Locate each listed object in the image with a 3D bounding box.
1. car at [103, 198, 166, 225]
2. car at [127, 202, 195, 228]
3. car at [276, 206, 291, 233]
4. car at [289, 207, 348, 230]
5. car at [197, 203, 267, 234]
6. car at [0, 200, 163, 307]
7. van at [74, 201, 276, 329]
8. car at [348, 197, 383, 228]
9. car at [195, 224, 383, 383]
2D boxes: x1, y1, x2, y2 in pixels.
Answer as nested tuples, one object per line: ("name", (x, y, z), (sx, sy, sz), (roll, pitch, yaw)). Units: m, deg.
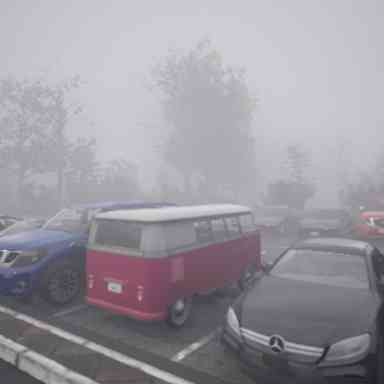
("car", (-4.312, 1.421, 25.513), (2.185, 1.767, 4.553), (0, 0, 36))
("car", (-2.099, 1.540, 23.967), (2.097, 1.535, 5.008), (0, 0, 35))
("car", (4.782, 1.550, 19.027), (2.163, 1.488, 4.792), (0, 0, 36))
("car", (7.081, 1.543, 17.387), (2.163, 1.488, 4.792), (0, 0, 36))
("car", (2.606, 1.528, 20.624), (2.231, 1.521, 4.892), (0, 0, 36))
("car", (-2.383, 1.271, 8.691), (2.435, 2.045, 5.566), (0, 0, 36))
("van", (0.001, 1.289, 7.168), (1.878, 1.987, 4.442), (0, 0, 35))
("car", (9.380, 1.256, 15.748), (2.435, 2.045, 5.566), (0, 0, 36))
("car", (2.236, 1.548, 5.435), (2.002, 1.452, 4.674), (0, 0, 35))
